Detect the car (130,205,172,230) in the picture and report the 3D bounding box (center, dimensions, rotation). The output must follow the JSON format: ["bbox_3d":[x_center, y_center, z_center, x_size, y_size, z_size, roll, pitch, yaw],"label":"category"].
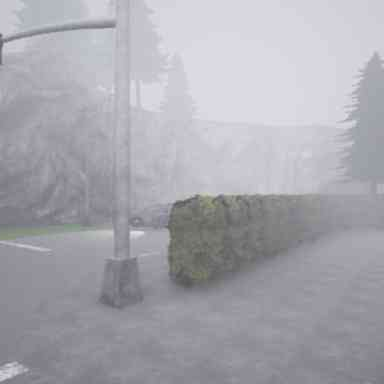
[{"bbox_3d":[-1.979,1.485,20.463,1.994,1.385,4.181,0,0,35],"label":"car"}]
